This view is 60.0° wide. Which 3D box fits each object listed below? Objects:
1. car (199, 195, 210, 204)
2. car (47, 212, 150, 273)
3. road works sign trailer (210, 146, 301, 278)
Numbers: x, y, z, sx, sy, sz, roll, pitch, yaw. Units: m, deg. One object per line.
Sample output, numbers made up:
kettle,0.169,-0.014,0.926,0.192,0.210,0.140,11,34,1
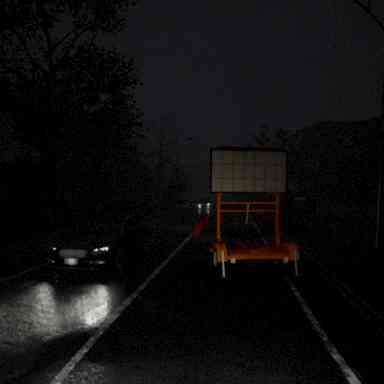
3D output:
car,2.137,1.257,58.490,1.812,1.442,4.674,0,0,0
car,-2.656,1.421,10.554,2.128,1.511,4.902,1,0,7
road works sign trailer,1.672,0.441,10.173,2.380,3.560,2.880,1,0,-7
